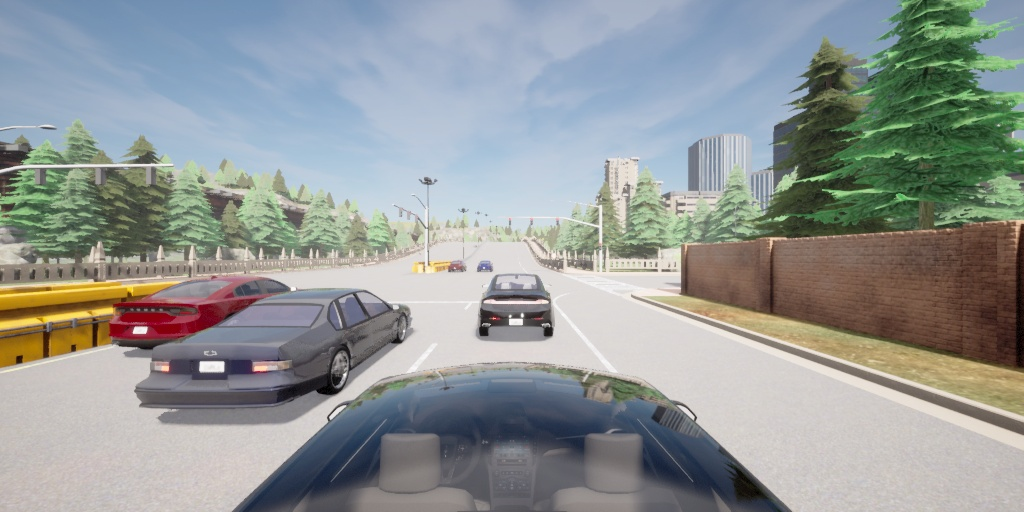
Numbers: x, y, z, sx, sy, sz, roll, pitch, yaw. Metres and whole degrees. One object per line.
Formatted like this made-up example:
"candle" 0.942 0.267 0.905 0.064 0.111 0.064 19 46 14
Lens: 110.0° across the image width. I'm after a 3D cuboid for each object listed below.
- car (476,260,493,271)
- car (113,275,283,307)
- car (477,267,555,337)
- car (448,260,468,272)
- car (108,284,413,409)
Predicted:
"car" -3.384 1.276 45.752 1.812 1.442 4.674 0 0 0
"car" -6.897 1.228 9.129 1.882 1.535 5.008 0 0 0
"car" 0.132 1.242 10.310 2.128 1.511 4.902 0 0 1
"car" -6.880 1.276 45.356 1.812 1.442 4.674 0 0 0
"car" -3.397 1.297 6.565 2.033 1.411 5.357 0 0 0
